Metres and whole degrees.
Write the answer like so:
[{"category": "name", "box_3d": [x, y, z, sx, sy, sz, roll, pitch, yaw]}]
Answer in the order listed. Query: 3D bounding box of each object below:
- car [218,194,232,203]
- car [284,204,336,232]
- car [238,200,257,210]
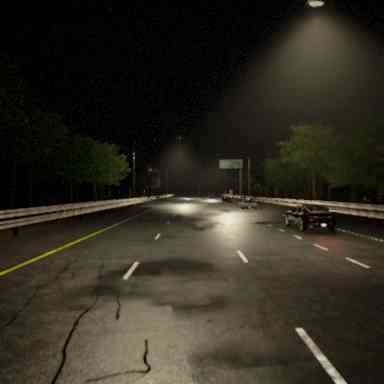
[{"category": "car", "box_3d": [7.277, 1.554, 70.416, 2.128, 1.511, 4.902, 0, 0, 0]}, {"category": "car", "box_3d": [7.025, 1.514, 20.122, 1.837, 1.490, 4.892, 0, 0, 0]}, {"category": "car", "box_3d": [7.105, 1.622, 42.968, 1.895, 1.301, 4.718, 0, 0, 0]}]
